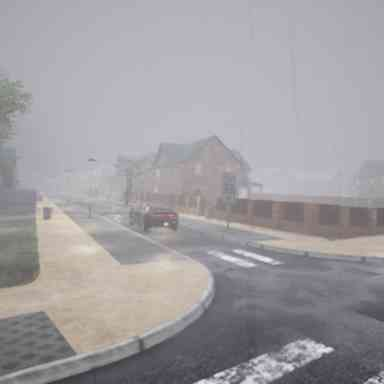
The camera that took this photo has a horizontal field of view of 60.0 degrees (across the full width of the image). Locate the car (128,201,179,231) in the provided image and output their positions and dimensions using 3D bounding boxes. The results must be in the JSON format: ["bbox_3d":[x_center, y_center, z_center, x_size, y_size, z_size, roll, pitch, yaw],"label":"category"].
[{"bbox_3d":[-2.272,1.291,18.814,1.837,1.490,4.892,1,1,-24],"label":"car"}]
